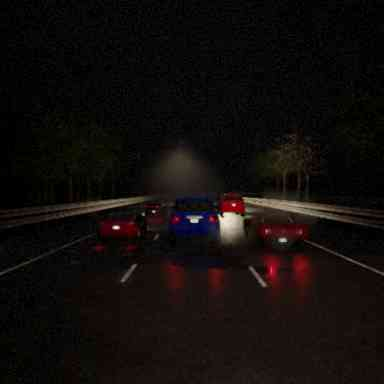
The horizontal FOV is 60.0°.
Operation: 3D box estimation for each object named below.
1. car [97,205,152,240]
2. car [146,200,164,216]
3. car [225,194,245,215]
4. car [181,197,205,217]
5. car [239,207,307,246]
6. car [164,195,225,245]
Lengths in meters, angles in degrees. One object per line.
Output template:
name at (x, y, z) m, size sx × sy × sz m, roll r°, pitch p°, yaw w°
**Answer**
car at (-3.409, 1.566, 16.973) m, size 1.994 × 1.385 × 4.181 m, roll 0°, pitch 0°, yaw 0°
car at (-3.412, 1.500, 32.281) m, size 1.837 × 1.490 × 4.892 m, roll 0°, pitch 0°, yaw 0°
car at (3.589, 1.217, 31.181) m, size 2.150 × 2.045 × 5.566 m, roll 0°, pitch 0°, yaw 0°
car at (0.087, 1.347, 31.835) m, size 2.097 × 1.767 × 4.553 m, roll 0°, pitch 0°, yaw 0°
car at (3.592, 1.603, 15.324) m, size 1.895 × 1.301 × 4.718 m, roll 0°, pitch 0°, yaw 0°
car at (0.093, 1.223, 15.697) m, size 2.150 × 2.045 × 5.566 m, roll 0°, pitch 0°, yaw 0°
